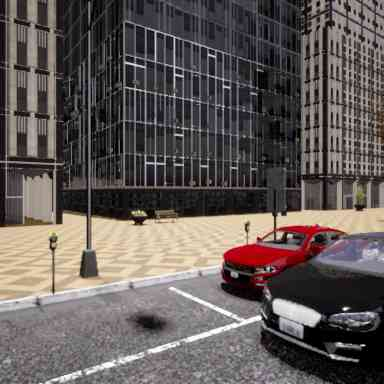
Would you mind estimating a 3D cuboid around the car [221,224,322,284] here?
[{"bbox_3d":[2.749,1.548,8.502,4.507,1.381,1.887,0,0,-35],"label":"car"}]

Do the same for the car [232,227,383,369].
[{"bbox_3d":[3.278,1.495,5.712,4.902,1.511,2.128,0,0,-35],"label":"car"}]
